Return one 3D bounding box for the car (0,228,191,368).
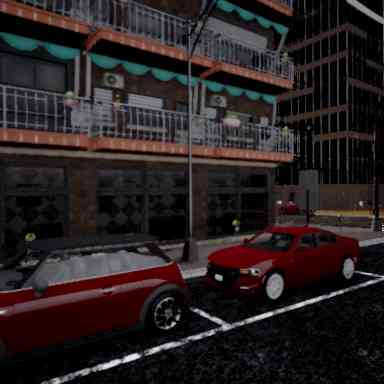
[{"bbox_3d":[-2.105,1.441,5.070,4.097,1.590,1.967,0,-1,-36],"label":"car"}]

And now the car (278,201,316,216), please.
[{"bbox_3d":[11.642,1.768,37.170,1.967,1.590,4.097,-2,0,-36],"label":"car"}]

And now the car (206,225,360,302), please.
[{"bbox_3d":[2.392,1.549,8.277,4.507,1.381,1.887,0,-1,-36],"label":"car"}]
